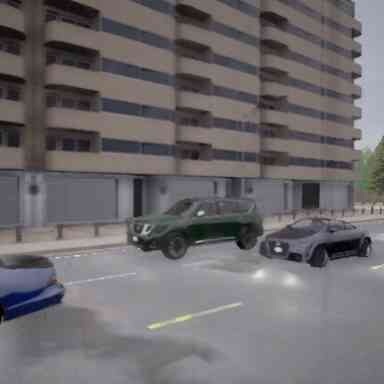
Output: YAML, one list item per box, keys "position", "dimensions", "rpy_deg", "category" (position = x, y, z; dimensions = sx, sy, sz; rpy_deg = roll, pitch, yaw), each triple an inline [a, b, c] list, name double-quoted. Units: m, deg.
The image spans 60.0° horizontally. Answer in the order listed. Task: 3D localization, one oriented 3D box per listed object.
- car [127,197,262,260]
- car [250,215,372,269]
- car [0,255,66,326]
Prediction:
- position: [0.346, 1.225, 12.818]
  dimensions: [5.566, 2.045, 2.150]
  rpy_deg: [0, 0, -35]
  category: "car"
- position: [4.253, 1.569, 11.297]
  dimensions: [4.181, 1.385, 1.994]
  rpy_deg: [0, 0, -35]
  category: "car"
- position: [-4.774, 1.546, 4.883]
  dimensions: [5.357, 1.411, 2.033]
  rpy_deg: [0, 0, -35]
  category: "car"
